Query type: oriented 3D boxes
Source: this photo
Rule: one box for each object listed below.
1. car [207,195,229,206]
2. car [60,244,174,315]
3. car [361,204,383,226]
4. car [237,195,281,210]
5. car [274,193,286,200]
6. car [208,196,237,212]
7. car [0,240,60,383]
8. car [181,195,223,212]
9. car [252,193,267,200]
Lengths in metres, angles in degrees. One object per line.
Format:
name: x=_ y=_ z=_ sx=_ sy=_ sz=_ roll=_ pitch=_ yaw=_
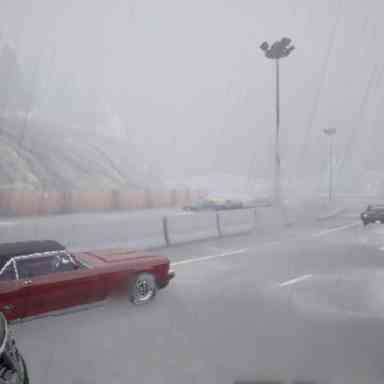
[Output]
car: x=3.809 y=1.208 z=48.654 sx=1.882 sy=1.535 sz=5.008 roll=0 pitch=0 yaw=21
car: x=-2.702 y=1.589 z=6.278 sx=4.718 sy=1.301 sz=1.895 roll=-1 pitch=0 yaw=-37
car: x=12.148 y=1.412 z=20.958 sx=1.895 sy=1.301 sz=4.718 roll=0 pitch=0 yaw=39
car: x=6.364 y=1.305 z=31.204 sx=1.837 sy=1.490 sz=4.892 roll=0 pitch=1 yaw=34
car: x=18.487 y=0.918 z=70.464 sx=1.882 sy=1.535 sz=5.008 roll=0 pitch=0 yaw=0
car: x=3.911 y=1.406 z=33.683 sx=1.895 sy=1.301 sz=4.718 roll=0 pitch=0 yaw=33
car: x=-3.692 y=1.243 z=1.259 sx=5.566 sy=2.045 sz=2.150 roll=-1 pitch=1 yaw=-35
car: x=1.062 y=1.362 z=35.674 sx=2.033 sy=1.411 sz=5.357 roll=0 pitch=0 yaw=34
car: x=14.888 y=0.925 z=73.765 sx=2.128 sy=1.511 sz=4.902 roll=0 pitch=0 yaw=-4
